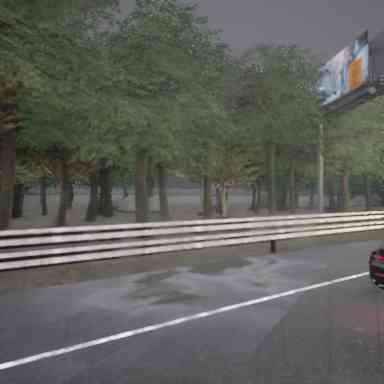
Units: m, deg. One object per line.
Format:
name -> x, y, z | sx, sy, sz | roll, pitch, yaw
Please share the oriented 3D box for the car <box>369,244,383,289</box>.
car -> 6.168, 1.556, 7.950 | 4.892, 1.490, 1.837 | 0, 0, -34
